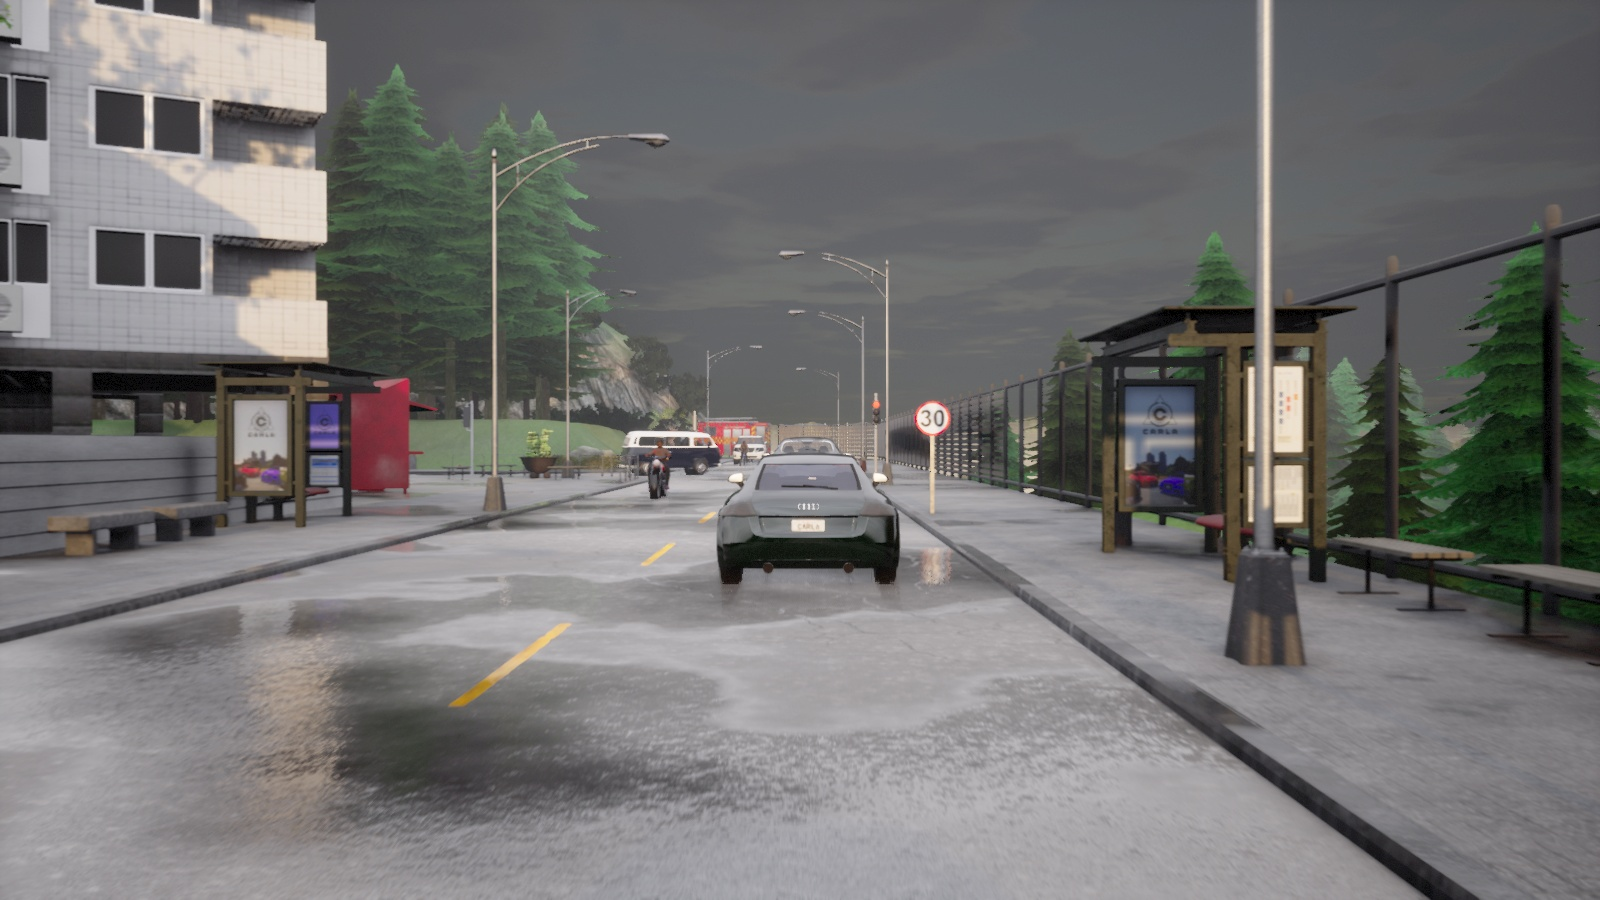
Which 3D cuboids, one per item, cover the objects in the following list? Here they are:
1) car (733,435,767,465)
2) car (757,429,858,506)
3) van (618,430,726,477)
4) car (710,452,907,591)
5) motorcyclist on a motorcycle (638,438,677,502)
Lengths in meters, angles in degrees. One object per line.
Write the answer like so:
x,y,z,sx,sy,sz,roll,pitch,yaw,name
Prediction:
-3.517,-0.037,88.732,2.150,2.045,5.566,0,0,0,car
0.171,0.360,29.252,2.152,1.651,5.027,0,0,0,car
-5.826,0.143,57.179,4.480,2.038,2.069,0,1,-21,van
0.095,0.727,14.826,1.994,1.385,4.181,0,0,0,car
-3.805,0.504,33.693,0.766,1.649,2.350,0,0,0,motorcyclist on a motorcycle
